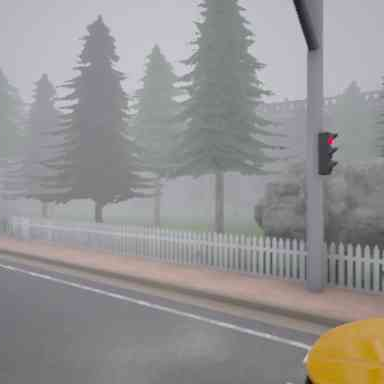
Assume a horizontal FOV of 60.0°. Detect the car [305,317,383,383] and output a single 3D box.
[{"bbox_3d":[3.175,1.479,1.728,5.008,1.535,1.882,0,0,36],"label":"car"}]
